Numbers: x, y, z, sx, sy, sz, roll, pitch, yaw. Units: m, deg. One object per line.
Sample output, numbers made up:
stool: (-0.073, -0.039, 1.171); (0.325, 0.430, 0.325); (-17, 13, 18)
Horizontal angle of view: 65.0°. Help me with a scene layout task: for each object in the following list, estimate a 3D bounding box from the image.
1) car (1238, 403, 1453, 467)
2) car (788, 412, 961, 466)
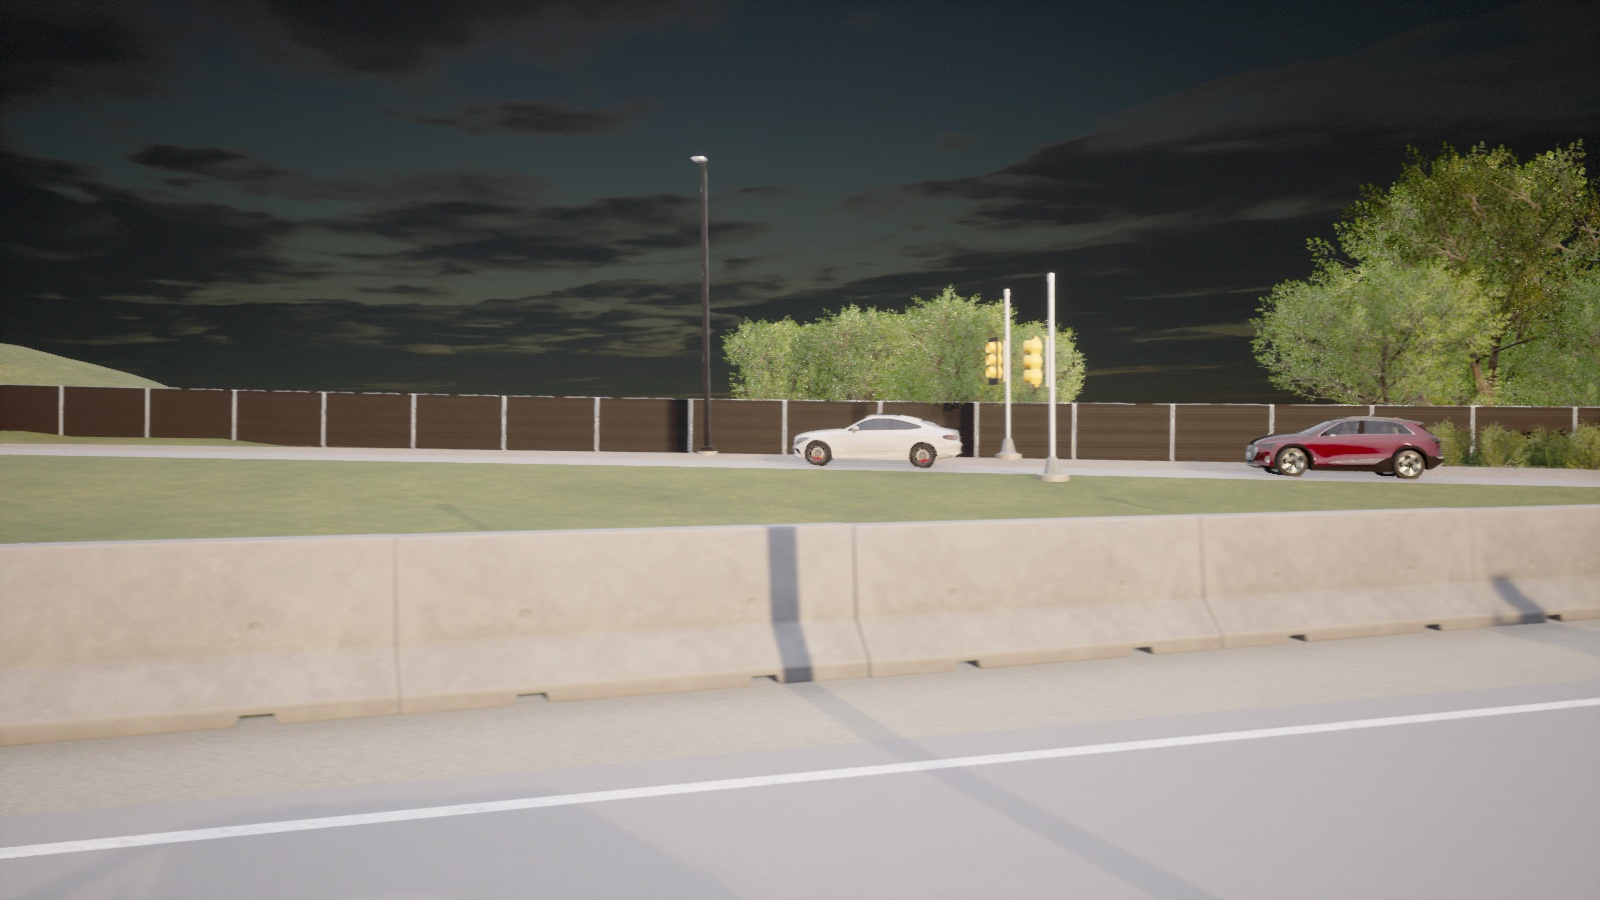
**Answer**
car: (14.417, -0.408, 33.440); (4.856, 1.649, 2.033); (0, 2, 6)
car: (2.097, -0.310, 34.768); (4.674, 1.442, 1.812); (0, 2, 6)
